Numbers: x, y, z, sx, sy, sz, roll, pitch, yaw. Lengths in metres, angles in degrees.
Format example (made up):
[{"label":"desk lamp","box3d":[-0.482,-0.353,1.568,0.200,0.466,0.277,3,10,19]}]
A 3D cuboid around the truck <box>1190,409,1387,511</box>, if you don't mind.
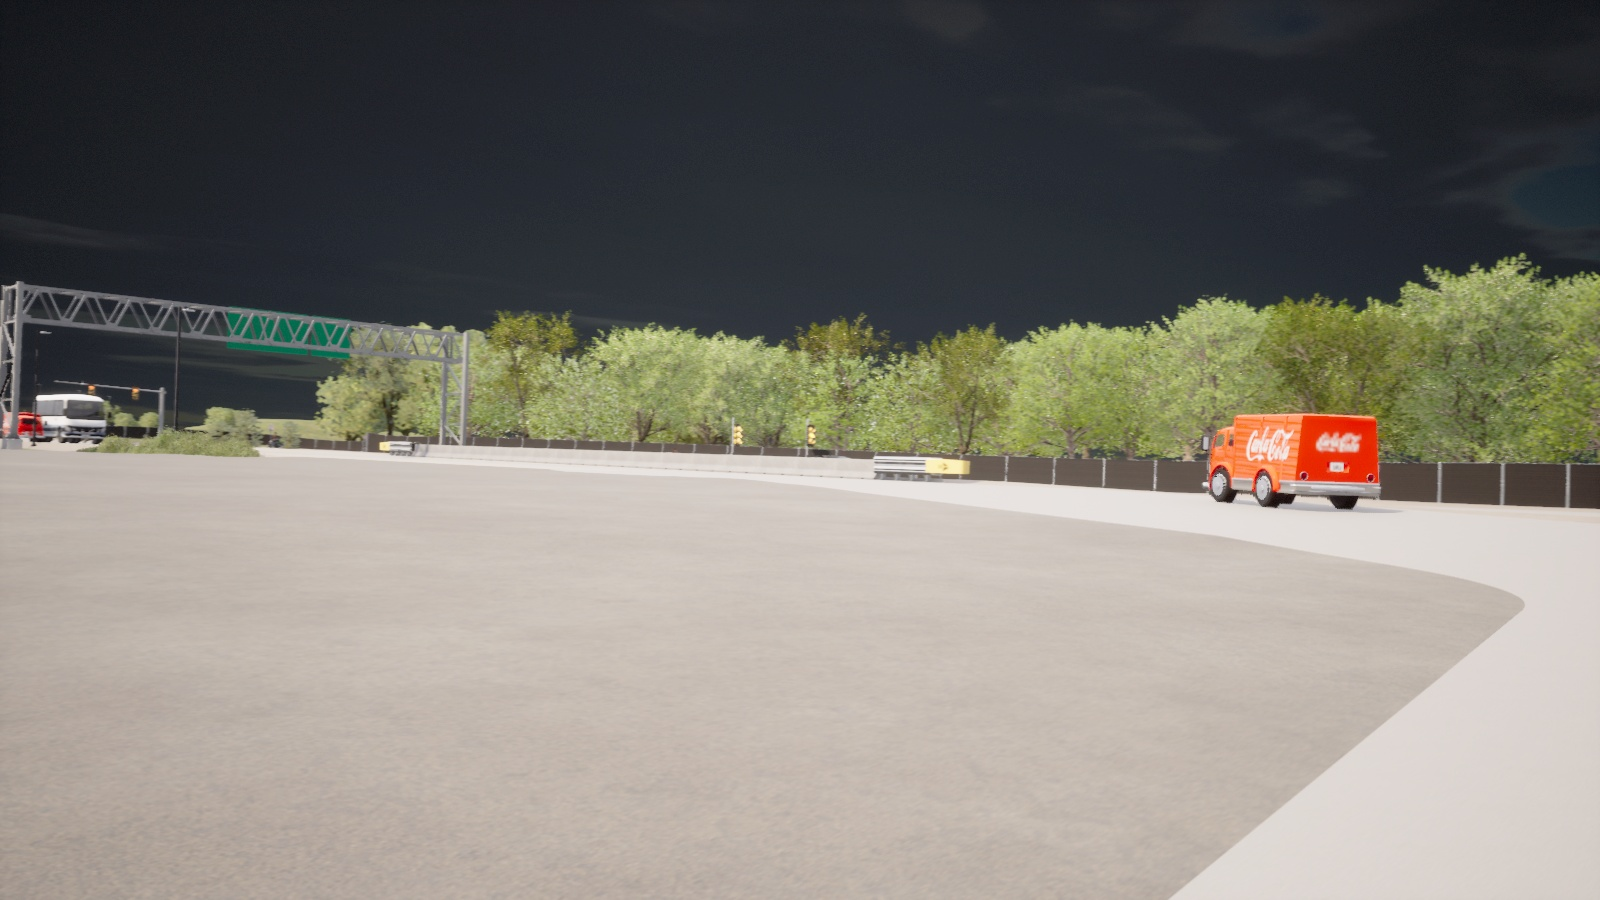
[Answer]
[{"label":"truck","box3d":[13.038,0.240,34.001,2.627,2.467,5.204,2,0,-9]}]
